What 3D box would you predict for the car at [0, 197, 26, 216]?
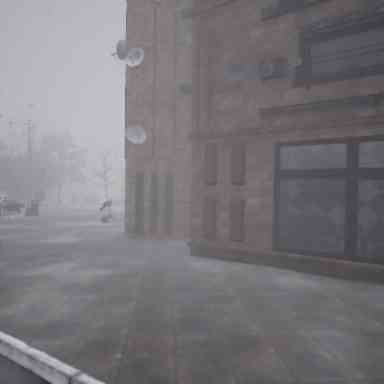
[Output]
[{"bbox_3d":[-16.059,1.151,28.297,2.128,1.511,4.902,1,1,1],"label":"car"}]
